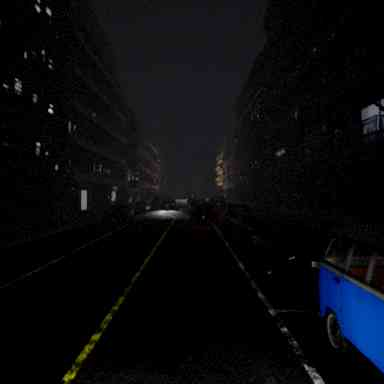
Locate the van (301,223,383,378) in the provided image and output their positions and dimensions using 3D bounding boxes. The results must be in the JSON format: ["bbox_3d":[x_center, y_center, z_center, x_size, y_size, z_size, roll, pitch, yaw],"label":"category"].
[{"bbox_3d":[2.697,1.345,3.533,1.690,1.788,3.998,0,0,0],"label":"van"}]

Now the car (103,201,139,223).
[{"bbox_3d":[-5.656,1.591,26.092,1.947,1.339,4.313,0,0,0],"label":"car"}]

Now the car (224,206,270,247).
[{"bbox_3d":[2.711,1.560,14.806,1.887,1.381,4.507,0,0,0],"label":"car"}]

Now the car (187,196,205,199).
[{"bbox_3d":[0.710,1.513,34.647,1.882,1.535,5.008,0,0,5],"label":"car"}]

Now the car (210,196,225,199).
[{"bbox_3d":[2.741,1.348,37.352,2.192,1.841,5.009,0,0,0],"label":"car"}]

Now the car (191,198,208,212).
[{"bbox_3d":[0.835,1.541,40.550,1.837,1.490,4.892,0,0,-2],"label":"car"}]

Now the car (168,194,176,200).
[{"bbox_3d":[-5.569,1.503,93.730,1.967,1.590,4.097,0,0,0],"label":"car"}]

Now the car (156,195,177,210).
[{"bbox_3d":[-3.034,1.529,43.509,2.128,1.511,4.902,0,0,0],"label":"car"}]

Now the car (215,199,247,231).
[{"bbox_3d":[2.718,1.460,20.443,1.967,1.590,4.097,0,0,0],"label":"car"}]

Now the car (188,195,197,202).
[{"bbox_3d":[0.097,1.435,75.959,2.033,1.411,5.357,0,0,0],"label":"car"}]

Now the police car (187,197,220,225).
[{"bbox_3d":[0.790,1.449,24.691,1.930,1.638,5.238,0,0,0],"label":"police car"}]

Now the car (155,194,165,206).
[{"bbox_3d":[-5.620,1.484,54.276,1.967,1.590,4.097,0,0,0],"label":"car"}]

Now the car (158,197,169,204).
[{"bbox_3d":[-5.606,1.632,65.549,1.802,1.307,4.206,0,0,0],"label":"car"}]

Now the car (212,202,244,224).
[{"bbox_3d":[2.725,1.576,26.078,2.008,1.369,4.403,0,0,0],"label":"car"}]

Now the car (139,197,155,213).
[{"bbox_3d":[-5.642,1.559,37.195,1.752,1.417,4.829,0,0,0],"label":"car"}]

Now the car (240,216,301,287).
[{"bbox_3d":[2.703,1.576,9.170,1.947,1.339,4.313,0,0,0],"label":"car"}]
